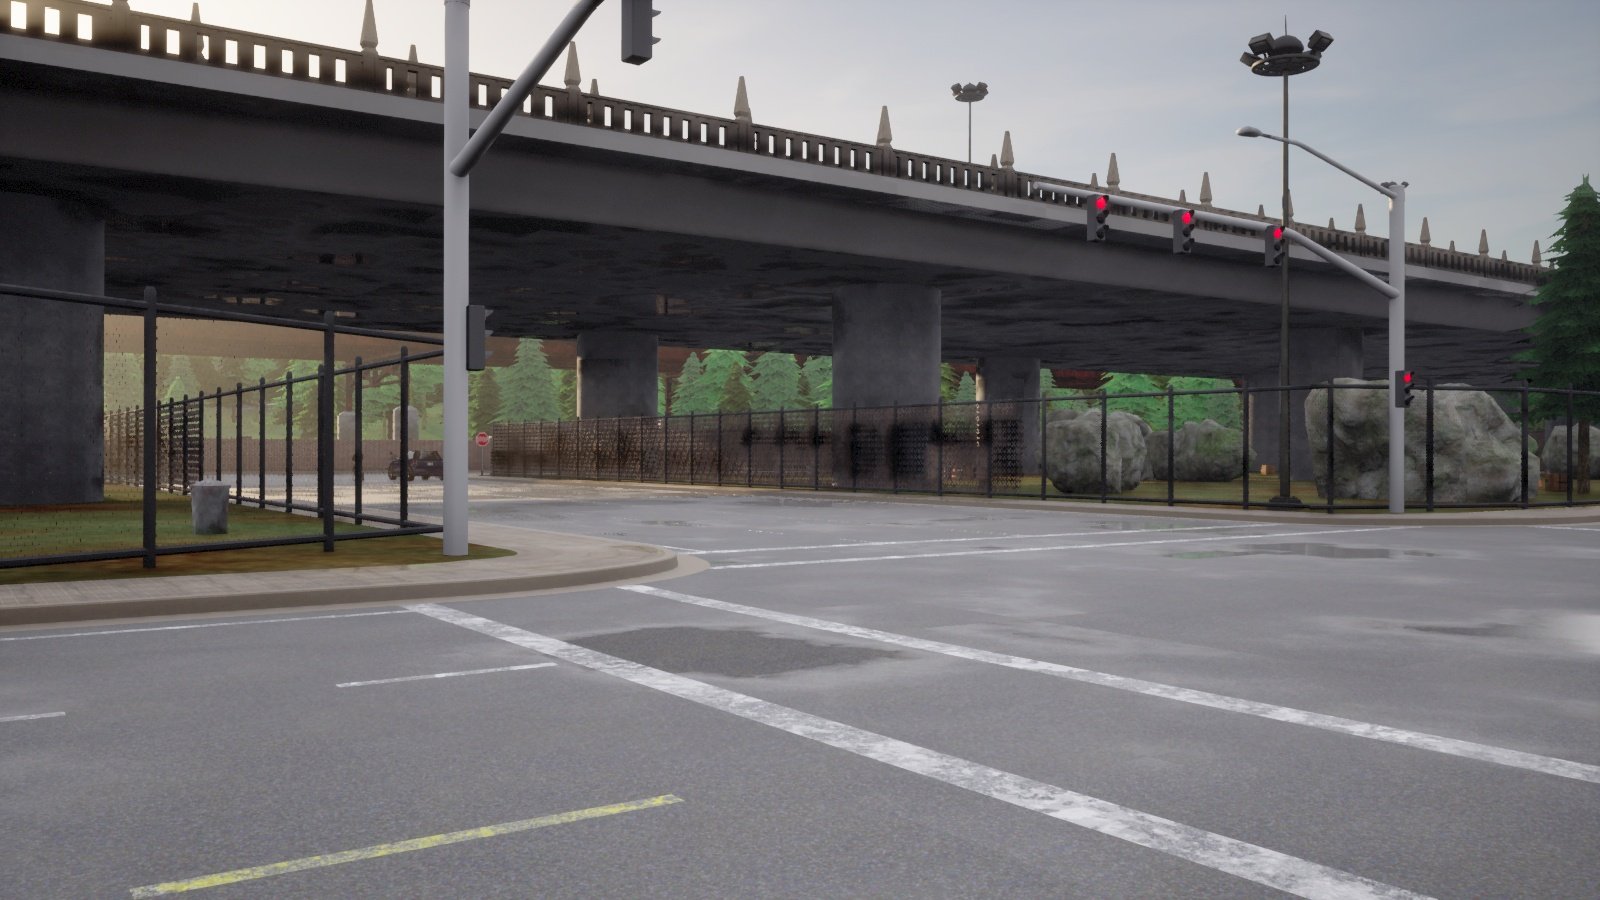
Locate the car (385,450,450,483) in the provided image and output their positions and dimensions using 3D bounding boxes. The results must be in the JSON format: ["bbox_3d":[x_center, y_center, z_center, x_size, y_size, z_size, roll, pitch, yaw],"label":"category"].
[{"bbox_3d":[-21.011,0.872,68.921,2.097,1.767,4.553,0,0,-35],"label":"car"}]
